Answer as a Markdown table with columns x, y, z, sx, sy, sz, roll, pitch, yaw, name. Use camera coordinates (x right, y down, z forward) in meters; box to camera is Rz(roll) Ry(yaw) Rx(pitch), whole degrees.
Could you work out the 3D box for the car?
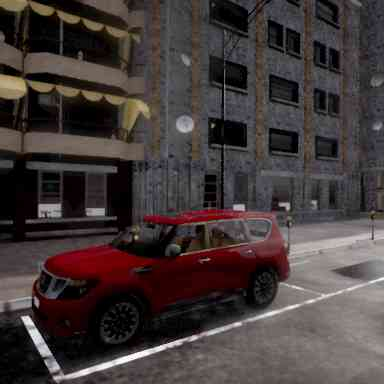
| x | y | z | sx | sy | sz | roll | pitch | yaw | name |
| --- | --- | --- | --- | --- | --- | --- | --- | --- | --- |
| -0.246 | 1.315 | 6.375 | 5.009 | 1.841 | 2.192 | 0 | 0 | -35 | car |
